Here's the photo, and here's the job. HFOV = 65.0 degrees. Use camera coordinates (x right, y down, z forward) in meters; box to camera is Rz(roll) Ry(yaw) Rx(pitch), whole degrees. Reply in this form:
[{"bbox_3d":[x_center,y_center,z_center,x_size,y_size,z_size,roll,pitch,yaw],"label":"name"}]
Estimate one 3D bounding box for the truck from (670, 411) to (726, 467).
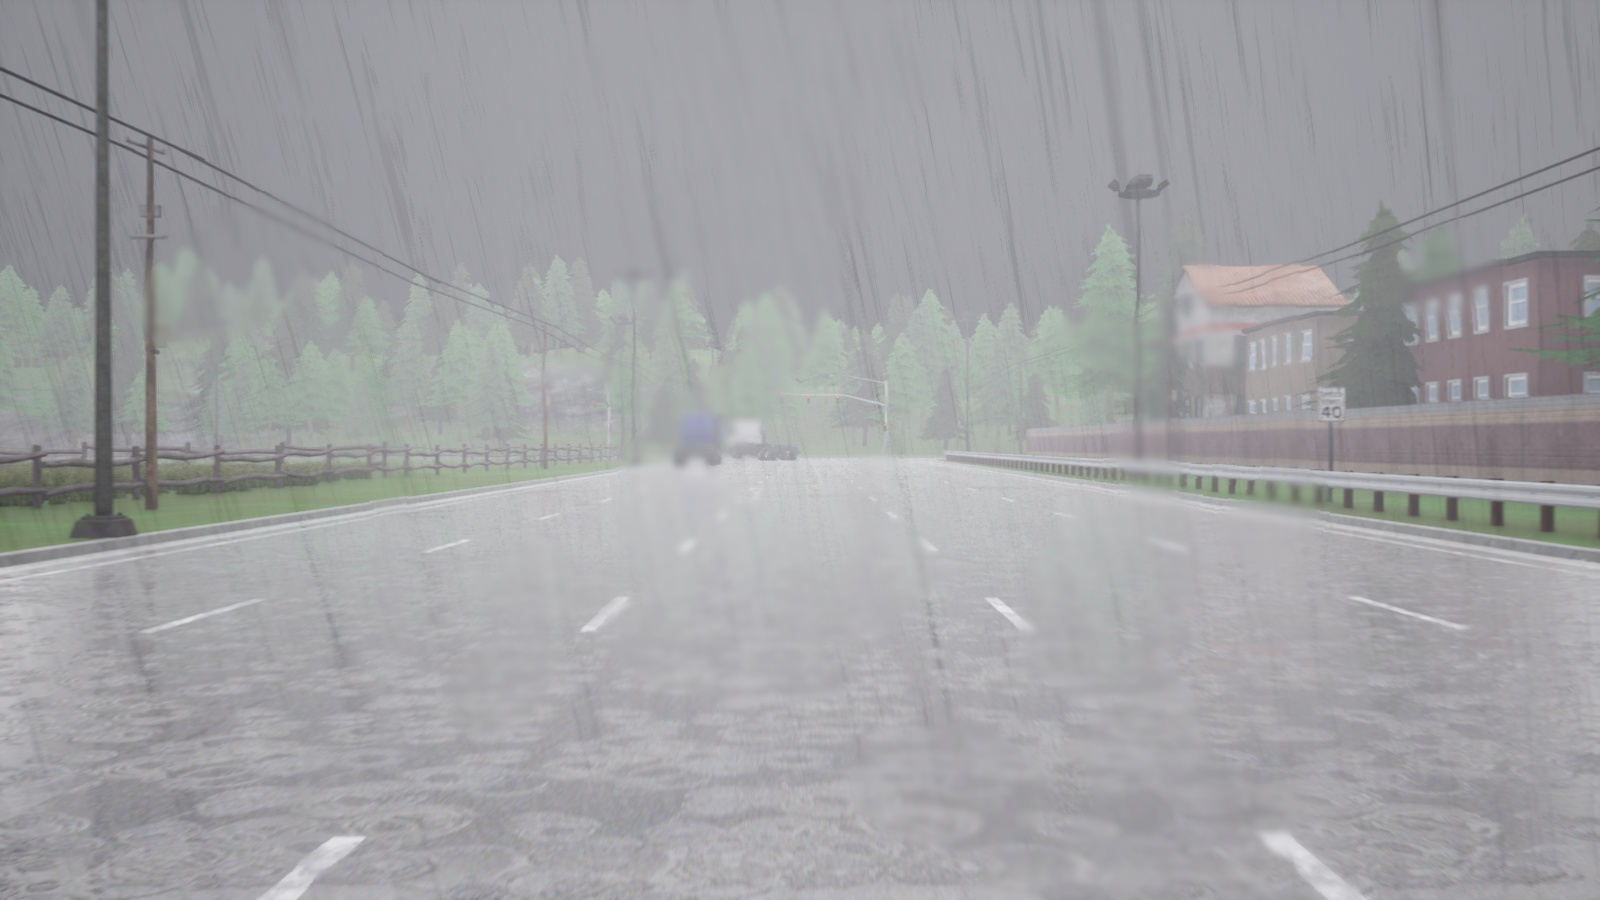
[{"bbox_3d":[-6.525,-0.697,81.332,2.891,3.462,7.936,0,0,0],"label":"truck"}]
